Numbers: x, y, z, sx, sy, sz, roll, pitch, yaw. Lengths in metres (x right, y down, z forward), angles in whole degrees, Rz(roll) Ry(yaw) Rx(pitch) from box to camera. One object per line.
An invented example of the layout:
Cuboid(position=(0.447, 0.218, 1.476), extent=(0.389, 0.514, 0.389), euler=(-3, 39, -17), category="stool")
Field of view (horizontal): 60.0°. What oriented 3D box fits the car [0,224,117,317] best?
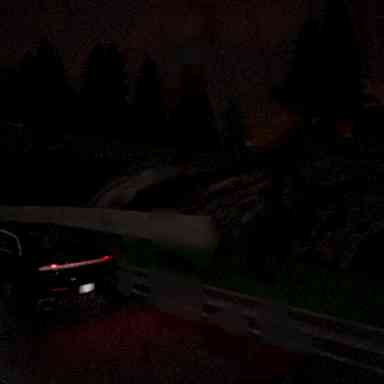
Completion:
Cuboid(position=(-3.678, 1.480, 7.523), extent=(4.902, 1.511, 2.128), euler=(0, 0, 42), category="car")
